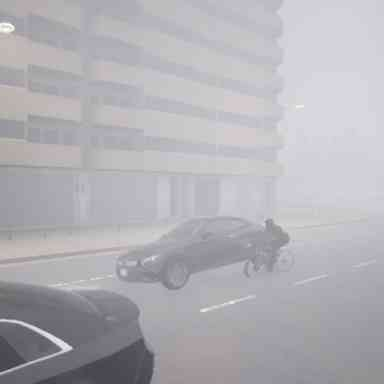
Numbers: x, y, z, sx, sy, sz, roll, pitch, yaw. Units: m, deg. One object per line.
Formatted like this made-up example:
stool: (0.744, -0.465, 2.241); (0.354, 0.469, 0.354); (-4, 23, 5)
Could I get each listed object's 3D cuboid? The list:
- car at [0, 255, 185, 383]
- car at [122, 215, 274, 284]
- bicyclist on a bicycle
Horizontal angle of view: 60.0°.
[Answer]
car: (-2.497, 1.505, 2.050); (4.892, 1.490, 1.837); (0, 0, -43)
car: (0.277, 1.411, 8.795); (4.674, 1.442, 1.812); (-3, -7, -39)
bicyclist on a bicycle: (2.111, 1.479, 8.804); (1.656, 1.620, 0.582); (-4, 12, -25)
